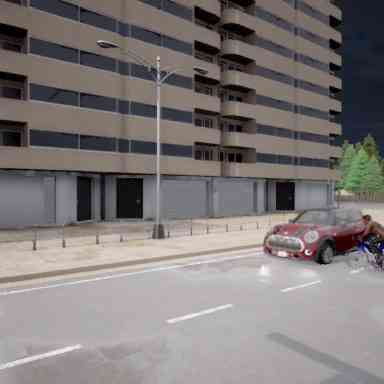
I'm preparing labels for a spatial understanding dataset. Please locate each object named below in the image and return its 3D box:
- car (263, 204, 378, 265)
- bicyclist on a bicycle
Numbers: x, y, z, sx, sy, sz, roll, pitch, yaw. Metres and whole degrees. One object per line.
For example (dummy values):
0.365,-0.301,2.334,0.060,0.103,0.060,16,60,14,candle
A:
4.624,1.353,11.790,4.553,1.767,2.097,0,0,-37,car
4.995,1.455,9.144,0.582,1.620,1.656,0,-2,-36,bicyclist on a bicycle
